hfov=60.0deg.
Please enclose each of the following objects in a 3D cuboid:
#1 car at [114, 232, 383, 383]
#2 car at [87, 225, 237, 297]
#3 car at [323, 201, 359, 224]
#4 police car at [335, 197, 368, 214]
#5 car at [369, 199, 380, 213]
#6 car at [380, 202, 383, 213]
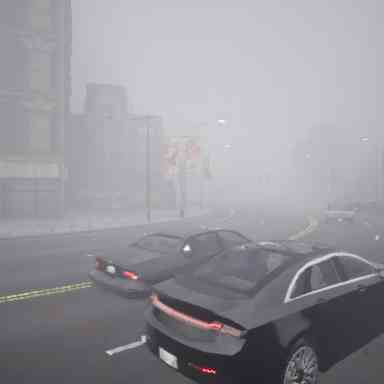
[{"bbox_3d":[1.613,1.488,4.969,4.902,1.511,2.128,0,0,-40],"label":"car"},{"bbox_3d":[0.267,1.540,8.112,5.357,1.411,2.033,0,0,-43],"label":"car"},{"bbox_3d":[10.829,1.585,24.733,1.895,1.301,4.718,0,0,19],"label":"car"},{"bbox_3d":[16.459,1.403,35.469,1.930,1.638,5.238,0,0,7],"label":"police car"},{"bbox_3d":[19.580,1.577,32.800,1.895,1.301,4.718,0,0,11],"label":"car"},{"bbox_3d":[11.789,1.482,18.241,2.128,1.511,4.902,0,0,27],"label":"car"}]
